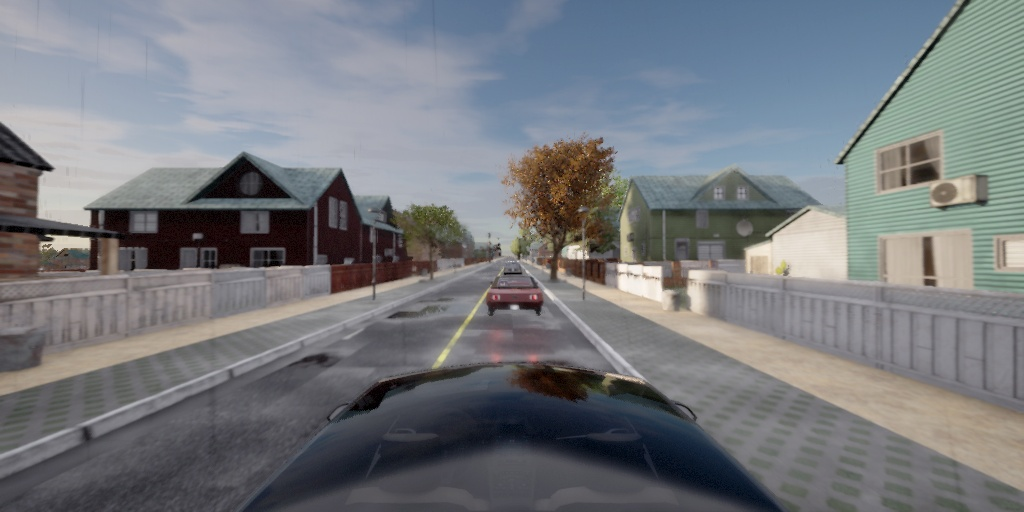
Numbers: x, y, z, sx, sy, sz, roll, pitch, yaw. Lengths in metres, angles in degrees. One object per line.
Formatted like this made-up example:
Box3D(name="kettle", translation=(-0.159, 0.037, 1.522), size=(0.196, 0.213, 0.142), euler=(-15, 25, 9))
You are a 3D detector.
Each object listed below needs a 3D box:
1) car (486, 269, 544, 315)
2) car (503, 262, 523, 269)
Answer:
Box3D(name="car", translation=(0.095, 1.365, 13.741), size=(1.895, 1.301, 4.718), euler=(0, 0, 0))
Box3D(name="car", translation=(0.089, 1.331, 35.090), size=(2.033, 1.411, 5.357), euler=(0, 0, 0))
